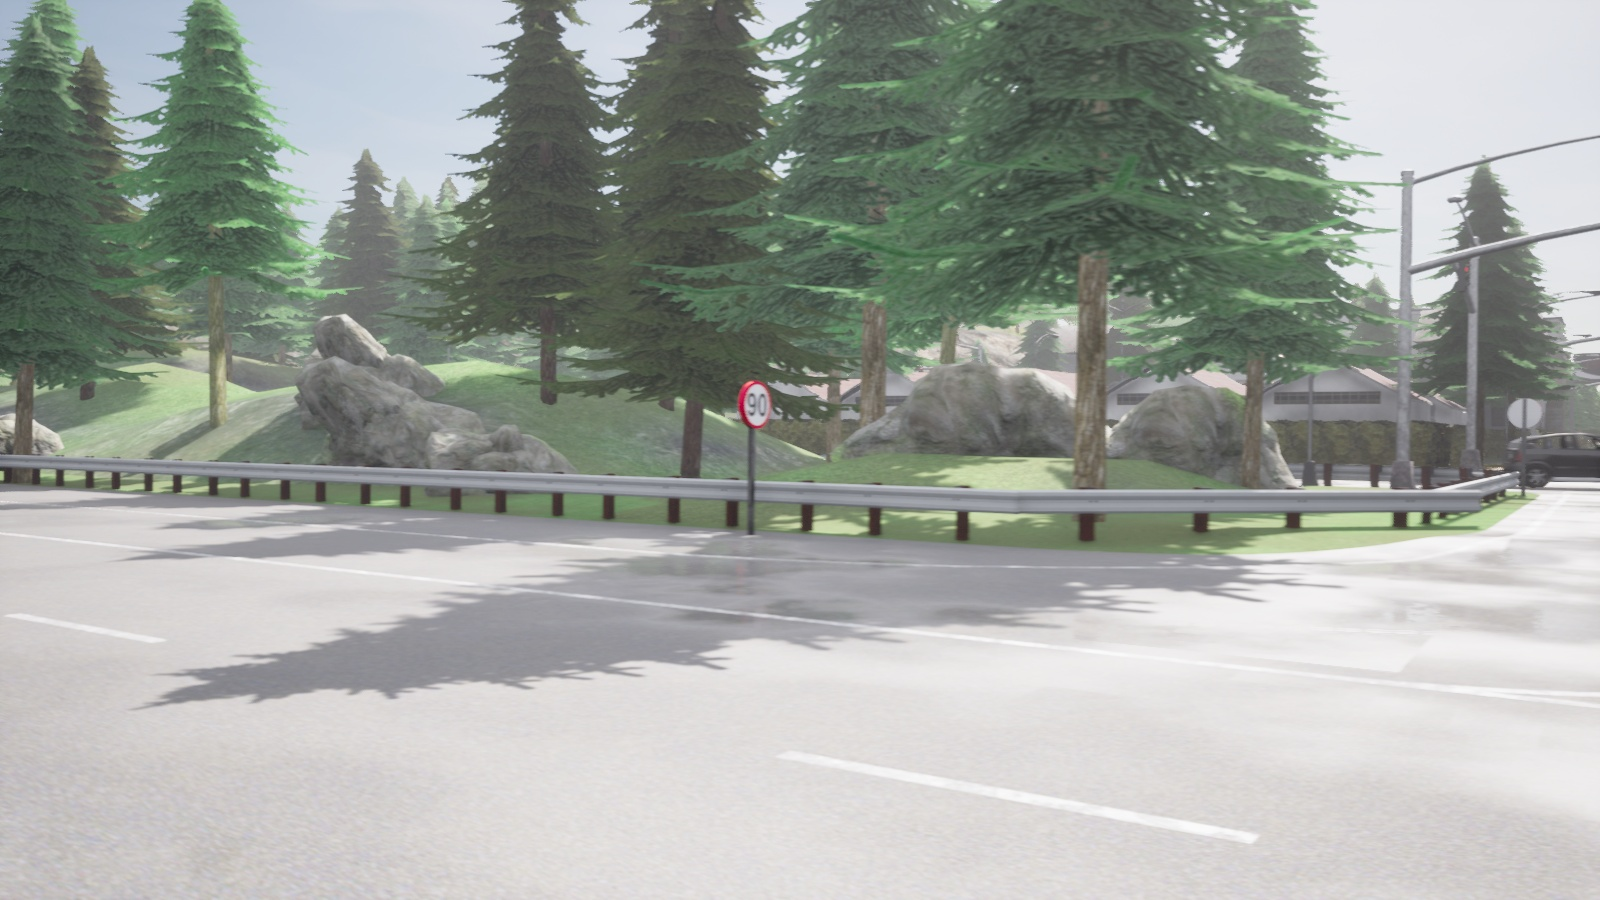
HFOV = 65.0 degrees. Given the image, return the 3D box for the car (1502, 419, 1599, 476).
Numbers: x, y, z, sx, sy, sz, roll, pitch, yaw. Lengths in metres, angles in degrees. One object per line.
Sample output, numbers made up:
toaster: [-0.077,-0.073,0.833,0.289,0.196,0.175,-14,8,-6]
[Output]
car: [21.787,-0.089,34.883,3.705,1.549,1.789,0,1,17]
